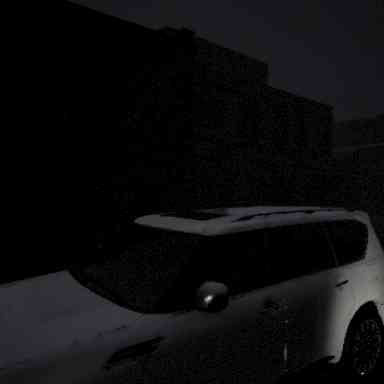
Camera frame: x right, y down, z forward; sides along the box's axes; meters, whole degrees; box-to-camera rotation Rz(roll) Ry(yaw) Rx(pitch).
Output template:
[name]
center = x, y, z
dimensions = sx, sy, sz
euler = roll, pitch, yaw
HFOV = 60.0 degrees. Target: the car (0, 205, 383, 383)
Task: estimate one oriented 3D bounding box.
[car]
center = 0.174, 1.222, 3.816
dimensions = 5.566, 2.045, 2.150
euler = 0, 0, -36
